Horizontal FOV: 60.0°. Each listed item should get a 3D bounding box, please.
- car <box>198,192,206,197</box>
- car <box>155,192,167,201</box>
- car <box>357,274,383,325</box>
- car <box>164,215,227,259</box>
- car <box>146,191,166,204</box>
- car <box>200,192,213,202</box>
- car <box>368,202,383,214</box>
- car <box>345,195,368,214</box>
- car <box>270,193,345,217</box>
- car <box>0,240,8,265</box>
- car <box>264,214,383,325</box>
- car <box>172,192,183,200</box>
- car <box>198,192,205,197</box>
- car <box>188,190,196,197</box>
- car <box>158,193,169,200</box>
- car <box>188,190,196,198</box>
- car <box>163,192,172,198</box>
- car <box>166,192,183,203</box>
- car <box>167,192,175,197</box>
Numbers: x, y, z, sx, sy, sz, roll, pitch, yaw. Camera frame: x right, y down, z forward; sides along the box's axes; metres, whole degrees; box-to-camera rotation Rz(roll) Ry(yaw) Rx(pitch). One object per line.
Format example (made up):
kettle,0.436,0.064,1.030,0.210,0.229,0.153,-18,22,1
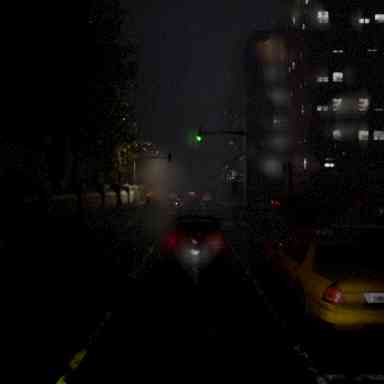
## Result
car,2.695,0.625,89.185,1.887,1.381,4.507,0,1,0
car,-5.688,0.794,61.509,1.967,1.590,4.097,0,1,0
car,2.689,1.550,1.247,1.947,1.339,4.313,0,1,0
car,0.099,1.470,11.938,1.895,1.301,4.718,0,1,0
car,-5.690,0.780,50.438,2.192,1.841,5.009,0,1,0
car,2.692,0.932,56.145,1.752,1.417,4.829,0,1,0
car,20.309,1.557,33.885,4.507,1.381,1.887,1,0,0
car,14.618,1.224,33.867,5.009,1.841,2.192,1,0,0
car,9.515,1.119,28.300,5.566,2.045,2.150,1,0,-2
car,-5.692,1.451,6.707,1.752,1.417,4.829,0,1,0
car,2.689,1.447,7.047,1.752,1.417,4.829,0,1,0
car,-2.994,0.791,70.325,2.128,1.511,4.902,0,1,0
car,2.696,0.572,94.720,1.887,1.381,4.507,0,1,0
car,0.008,0.377,86.143,2.097,1.767,4.553,0,1,0
car,-5.687,0.843,67.046,1.887,1.381,4.507,0,1,0
car,0.008,0.797,76.195,1.895,1.301,4.718,0,1,0
car,-5.686,0.771,78.115,1.802,1.307,4.206,0,1,0
car,-3.057,0.973,54.288,2.033,1.411,5.357,0,1,0
car,-5.685,0.663,89.186,1.802,1.307,4.206,0,1,0
